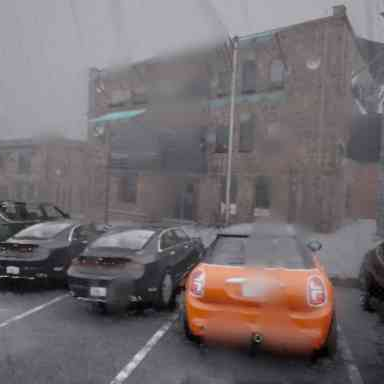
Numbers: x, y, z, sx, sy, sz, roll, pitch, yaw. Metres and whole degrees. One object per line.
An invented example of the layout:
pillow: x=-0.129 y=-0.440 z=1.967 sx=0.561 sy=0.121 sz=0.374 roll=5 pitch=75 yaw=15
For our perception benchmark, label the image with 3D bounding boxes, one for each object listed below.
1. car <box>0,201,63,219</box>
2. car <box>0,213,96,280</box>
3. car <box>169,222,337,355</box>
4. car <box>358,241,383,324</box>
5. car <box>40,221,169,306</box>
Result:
car: x=-5.783 y=1.331 z=11.585 sx=2.435 sy=2.045 sz=5.566 roll=-1 pitch=-1 yaw=15
car: x=-3.397 y=1.544 z=9.851 sx=2.231 sy=1.521 sz=4.892 roll=-1 pitch=-1 yaw=15
car: x=1.380 y=1.363 z=6.430 sx=2.185 sy=1.767 sz=4.553 roll=0 pitch=-1 yaw=15
car: x=3.780 y=1.501 z=4.724 sx=2.163 sy=1.488 sz=4.792 roll=0 pitch=-1 yaw=16
car: x=-1.001 y=1.516 z=8.151 sx=2.231 sy=1.521 sz=4.892 roll=-1 pitch=-1 yaw=15
